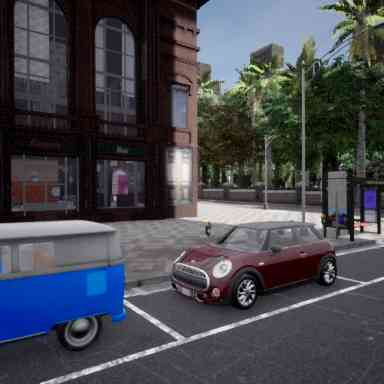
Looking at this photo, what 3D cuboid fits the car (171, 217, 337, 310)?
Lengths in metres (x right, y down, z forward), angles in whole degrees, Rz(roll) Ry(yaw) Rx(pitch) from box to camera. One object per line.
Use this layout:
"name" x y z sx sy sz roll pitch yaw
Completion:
"car" 1.500 1.439 7.723 4.097 1.590 1.967 0 0 -35

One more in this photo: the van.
"van" -2.918 1.341 4.573 3.998 1.788 1.690 0 0 -35
